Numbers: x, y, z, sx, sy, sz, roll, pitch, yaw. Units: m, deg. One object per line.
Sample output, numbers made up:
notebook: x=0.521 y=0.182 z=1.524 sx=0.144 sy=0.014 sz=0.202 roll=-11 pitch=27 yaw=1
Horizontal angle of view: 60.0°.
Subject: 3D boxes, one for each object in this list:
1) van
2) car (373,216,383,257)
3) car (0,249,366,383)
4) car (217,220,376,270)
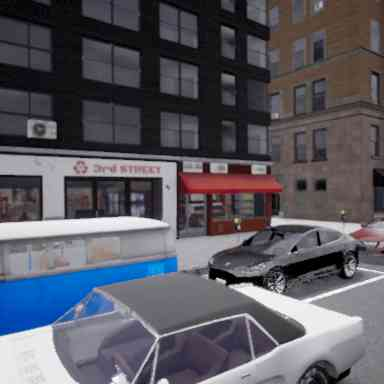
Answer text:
van: x=-2.119 y=1.332 z=5.029 sx=3.998 sy=1.788 sz=1.690 roll=-1 pitch=0 yaw=-35
car: x=6.891 y=1.474 z=11.348 sx=4.206 sy=1.307 sz=1.802 roll=-1 pitch=0 yaw=-35
car: x=-0.519 y=1.590 z=3.012 sx=4.718 sy=1.301 sz=1.895 roll=-1 pitch=0 yaw=-35
car: x=2.387 y=1.507 z=8.189 sx=4.313 sy=1.339 sz=1.947 roll=-1 pitch=0 yaw=-35
